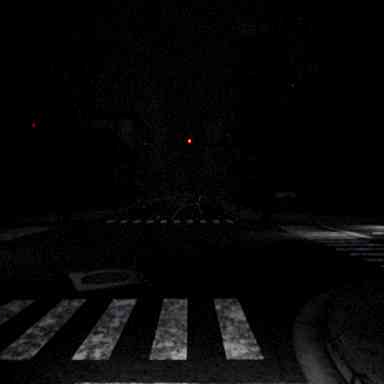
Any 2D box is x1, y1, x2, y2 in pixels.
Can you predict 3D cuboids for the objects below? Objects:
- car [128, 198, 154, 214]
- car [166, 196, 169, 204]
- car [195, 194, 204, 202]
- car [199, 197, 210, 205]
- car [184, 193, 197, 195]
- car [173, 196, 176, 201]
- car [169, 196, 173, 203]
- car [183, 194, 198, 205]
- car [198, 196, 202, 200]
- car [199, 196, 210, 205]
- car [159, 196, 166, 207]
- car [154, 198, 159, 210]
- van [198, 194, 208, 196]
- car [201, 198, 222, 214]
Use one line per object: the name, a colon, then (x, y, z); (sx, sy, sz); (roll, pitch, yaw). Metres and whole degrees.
car: (-5.703, 1.515, 36.291); (1.967, 1.590, 4.097); (0, 0, 0)
car: (-5.684, 1.690, 58.333); (2.008, 1.369, 4.403); (0, 0, 0)
car: (1.999, 1.488, 90.283); (2.150, 2.045, 5.566); (0, 0, 0)
car: (2.345, 1.709, 63.838); (2.008, 1.369, 4.403); (0, 0, 0)
car: (-0.283, 1.552, 73.851); (1.812, 1.442, 4.674); (0, 0, 0)
car: (-5.666, 1.772, 80.376); (2.008, 1.369, 4.403); (0, 0, 0)
car: (-5.675, 1.619, 69.355); (1.967, 1.590, 4.097); (0, 0, 0)
car: (-0.292, 1.662, 63.432); (1.837, 1.490, 4.892); (0, 0, 0)
car: (2.336, 1.688, 52.816); (1.947, 1.339, 4.313); (0, 0, 0)
car: (2.332, 1.687, 47.306); (1.802, 1.307, 4.206); (0, 0, 0)
car: (-5.689, 1.704, 52.823); (1.802, 1.307, 4.206); (0, 0, 0)
car: (-5.698, 1.530, 41.802); (1.967, 1.590, 4.097); (0, 0, 0)
van: (2.341, 1.480, 58.327); (1.690, 1.788, 3.998); (0, 0, 0)
car: (2.322, 1.641, 36.283); (1.947, 1.339, 4.313); (0, 0, 0)
